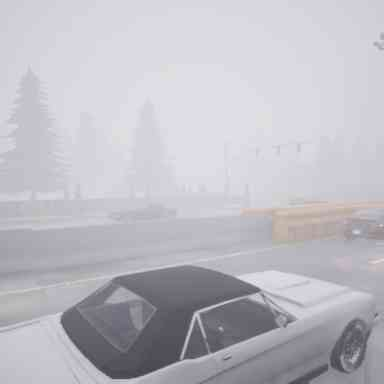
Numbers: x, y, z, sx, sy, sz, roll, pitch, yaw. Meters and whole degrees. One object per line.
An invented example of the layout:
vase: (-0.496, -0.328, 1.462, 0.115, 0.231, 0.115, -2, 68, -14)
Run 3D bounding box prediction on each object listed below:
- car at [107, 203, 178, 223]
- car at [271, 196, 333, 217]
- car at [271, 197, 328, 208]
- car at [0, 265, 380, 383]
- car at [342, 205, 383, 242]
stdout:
car: (-3.392, 1.432, 23.033, 4.718, 1.301, 1.895, -1, 1, -35)
car: (9.129, 1.107, 27.484, 5.357, 1.411, 2.033, -1, 1, -35)
car: (6.929, 1.162, 21.710, 4.902, 1.511, 2.128, -1, 1, -35)
car: (0.199, 1.588, 3.887, 4.718, 1.301, 1.895, -1, 0, -35)
car: (8.018, 1.274, 13.712, 4.674, 1.442, 1.812, -1, 1, -35)
